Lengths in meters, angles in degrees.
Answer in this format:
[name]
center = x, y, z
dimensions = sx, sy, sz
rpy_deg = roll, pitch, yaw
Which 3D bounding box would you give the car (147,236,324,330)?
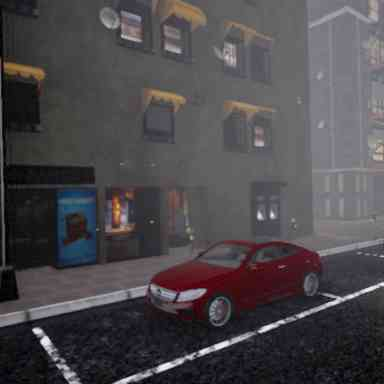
[car]
center = 1.092, 1.635, 6.965
dimensions = 4.206, 1.307, 1.802
rpy_deg = -1, -1, -37
